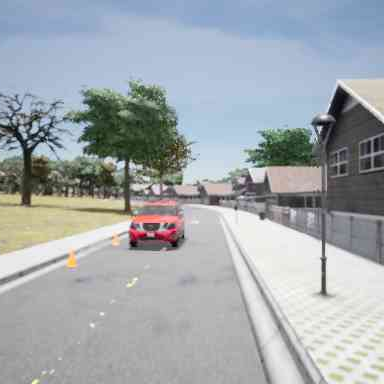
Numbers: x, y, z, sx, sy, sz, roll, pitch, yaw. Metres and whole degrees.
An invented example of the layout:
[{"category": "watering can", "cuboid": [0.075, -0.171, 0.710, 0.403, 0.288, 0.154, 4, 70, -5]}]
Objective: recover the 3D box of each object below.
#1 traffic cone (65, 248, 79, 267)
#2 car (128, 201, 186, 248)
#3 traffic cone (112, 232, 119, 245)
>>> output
[{"category": "traffic cone", "cuboid": [-3.913, 2.108, 10.842, 0.340, 0.580, 0.340, 0, -1, 3]}, {"category": "car", "cuboid": [-1.537, 1.486, 16.507, 2.150, 2.045, 5.566, 0, -1, 3]}, {"category": "traffic cone", "cuboid": [-3.609, 2.199, 15.832, 0.340, 0.580, 0.340, 0, -1, 3]}]
